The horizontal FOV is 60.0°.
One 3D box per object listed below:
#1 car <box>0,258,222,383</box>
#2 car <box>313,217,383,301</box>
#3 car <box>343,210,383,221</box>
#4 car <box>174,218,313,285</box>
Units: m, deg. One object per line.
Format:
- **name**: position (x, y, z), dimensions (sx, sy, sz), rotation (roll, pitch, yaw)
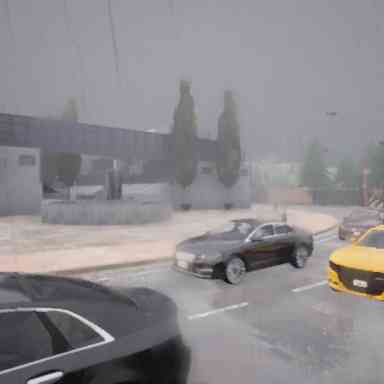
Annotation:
- **car**: position (-2.266, 1.500, 2.433), dimensions (4.892, 1.490, 1.837), rotation (1, 0, -36)
- **car**: position (5.222, 1.556, 8.193), dimensions (5.008, 1.535, 1.882), rotation (1, 0, -40)
- **car**: position (8.964, 1.676, 17.100), dimensions (1.812, 1.442, 4.674), rotation (0, 0, 37)
- **car**: position (1.675, 1.552, 9.797), dimensions (4.902, 1.511, 2.128), rotation (1, 0, -39)
